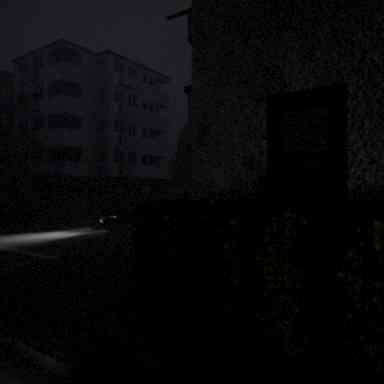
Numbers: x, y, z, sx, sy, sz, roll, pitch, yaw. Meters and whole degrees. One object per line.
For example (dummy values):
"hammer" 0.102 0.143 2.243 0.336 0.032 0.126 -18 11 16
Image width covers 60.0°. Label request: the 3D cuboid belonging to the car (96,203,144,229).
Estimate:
"car" -4.035 1.483 21.977 2.128 1.511 4.902 0 0 35
